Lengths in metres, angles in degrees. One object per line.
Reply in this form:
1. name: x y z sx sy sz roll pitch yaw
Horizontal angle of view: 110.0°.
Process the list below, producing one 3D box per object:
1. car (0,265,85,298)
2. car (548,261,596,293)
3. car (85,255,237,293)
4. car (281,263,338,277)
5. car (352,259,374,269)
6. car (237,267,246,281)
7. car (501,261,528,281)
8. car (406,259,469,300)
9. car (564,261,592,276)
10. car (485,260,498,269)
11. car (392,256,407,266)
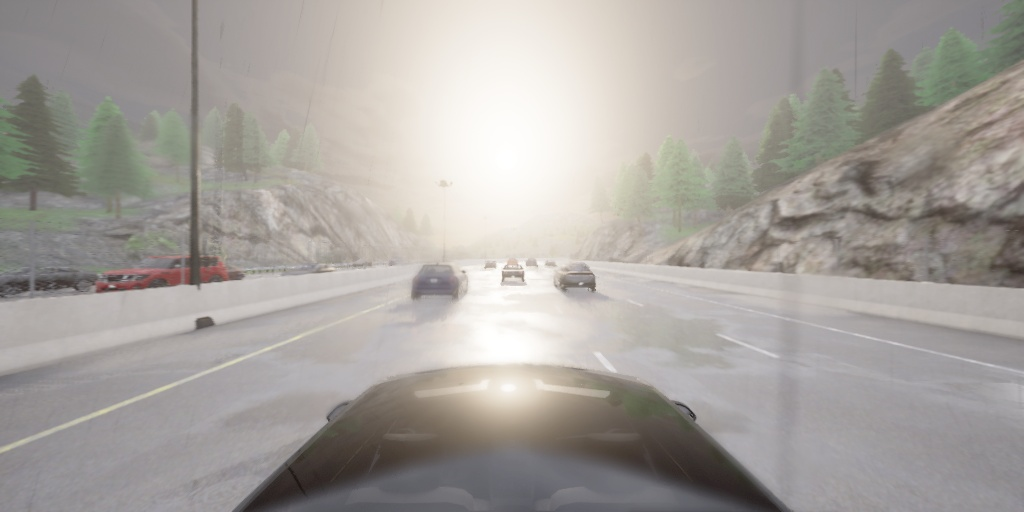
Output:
1. car: -24.587 1.243 18.485 2.128 1.511 4.902 0 0 0
2. car: 3.593 1.247 21.045 2.128 1.511 4.902 0 0 0
3. car: -17.595 0.974 18.537 2.150 2.045 5.566 0 0 0
4. car: -14.090 1.247 25.152 2.128 1.511 4.902 0 0 0
5. car: -24.528 1.233 59.127 1.882 1.535 5.008 0 0 0
6. car: -21.086 1.279 25.326 1.812 1.442 4.674 0 0 0
7. car: 0.087 1.359 30.551 1.895 1.301 4.718 0 0 0
8. car: -3.405 1.106 17.760 2.097 1.767 4.553 0 0 0
9. car: 7.132 1.308 39.325 2.033 1.411 5.357 0 0 0
10. car: -3.389 1.312 58.027 2.033 1.411 5.357 0 0 0
11. car: -17.534 1.254 59.300 2.128 1.511 4.902 0 0 0
